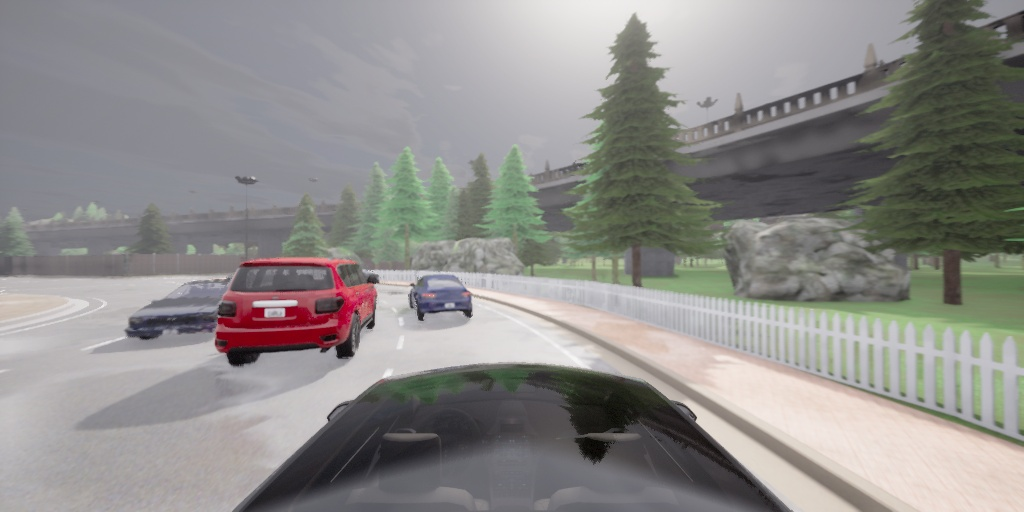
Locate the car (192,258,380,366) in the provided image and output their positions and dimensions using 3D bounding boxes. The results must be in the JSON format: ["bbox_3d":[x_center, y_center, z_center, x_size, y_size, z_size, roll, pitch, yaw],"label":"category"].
[{"bbox_3d":[-4.640,1.076,8.626,2.150,2.045,5.566,0,-1,-14],"label":"car"}]

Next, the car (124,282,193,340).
[{"bbox_3d":[-9.199,1.464,11.046,2.033,1.411,5.357,0,-1,-22],"label":"car"}]

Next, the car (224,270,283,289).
[{"bbox_3d":[-20.389,1.775,28.255,4.718,1.301,1.895,-1,-1,28],"label":"car"}]

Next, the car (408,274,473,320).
[{"bbox_3d":[-2.746,1.409,13.372,1.812,1.442,4.674,0,-1,-20],"label":"car"}]

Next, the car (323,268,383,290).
[{"bbox_3d":[-11.871,1.633,26.571,5.357,1.411,2.033,-1,-1,41],"label":"car"}]
